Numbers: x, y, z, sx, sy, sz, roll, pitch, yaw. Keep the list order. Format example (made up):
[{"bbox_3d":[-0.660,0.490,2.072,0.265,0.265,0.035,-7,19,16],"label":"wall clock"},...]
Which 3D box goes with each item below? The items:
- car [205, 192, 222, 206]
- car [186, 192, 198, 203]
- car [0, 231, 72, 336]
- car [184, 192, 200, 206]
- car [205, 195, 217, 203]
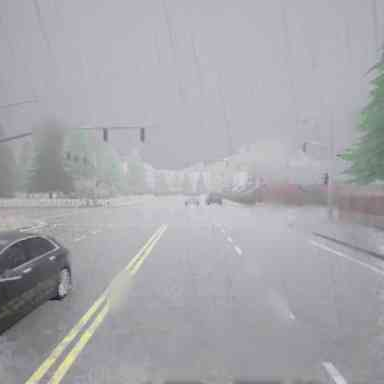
[{"bbox_3d":[3.505,1.018,51.909,2.150,2.045,5.566,0,0,0],"label":"car"},{"bbox_3d":[0.006,0.975,62.298,2.150,2.045,5.566,0,0,0],"label":"car"},{"bbox_3d":[-3.550,1.484,5.476,1.837,1.490,4.892,0,0,0],"label":"car"},{"bbox_3d":[0.010,1.018,51.882,2.150,2.045,5.566,0,0,0],"label":"car"},{"bbox_3d":[3.506,1.320,62.269,1.994,1.385,4.181,0,0,0],"label":"car"}]
